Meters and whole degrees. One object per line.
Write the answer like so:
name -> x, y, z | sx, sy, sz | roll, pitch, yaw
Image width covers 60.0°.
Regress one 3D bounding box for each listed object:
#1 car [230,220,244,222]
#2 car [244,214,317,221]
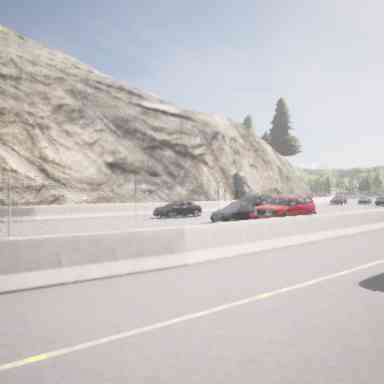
car -> 3.430, 1.564, 24.759 | 4.674, 1.442, 1.812 | 0, 0, -41
car -> 6.330, 1.252, 22.619 | 5.566, 2.045, 2.150 | 0, 0, -41
